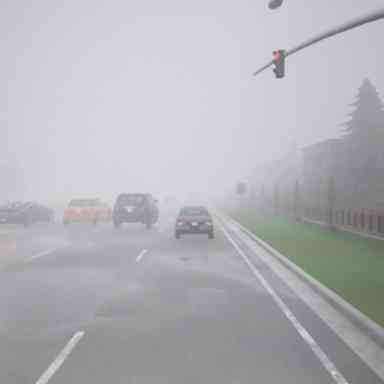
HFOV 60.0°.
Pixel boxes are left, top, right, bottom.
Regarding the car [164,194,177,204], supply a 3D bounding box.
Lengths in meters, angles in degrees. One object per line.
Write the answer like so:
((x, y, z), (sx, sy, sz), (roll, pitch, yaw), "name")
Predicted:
((-3.493, 1.103, 54.665), (1.882, 1.535, 5.008), (0, 0, 0), "car")

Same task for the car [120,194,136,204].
((-10.493, 1.149, 55.083), (1.812, 1.442, 4.674), (0, 0, 0), "car")

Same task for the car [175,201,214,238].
((0.102, 1.430, 17.016), (2.033, 1.411, 5.357), (0, 0, 0), "car")

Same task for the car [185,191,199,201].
((0.007, 0.846, 54.693), (2.150, 2.045, 5.566), (0, 0, 0), "car")

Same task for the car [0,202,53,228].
((-10.397, 1.348, 20.868), (2.128, 1.511, 4.902), (0, 0, 0), "car")

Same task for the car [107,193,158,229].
((-3.395, 1.078, 20.804), (2.150, 2.045, 5.566), (0, 0, 0), "car")

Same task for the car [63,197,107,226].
((-6.896, 1.198, 22.369), (2.097, 1.767, 4.553), (0, 0, 0), "car")

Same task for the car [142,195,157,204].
((-6.993, 1.223, 55.113), (1.895, 1.301, 4.718), (0, 0, 0), "car")
